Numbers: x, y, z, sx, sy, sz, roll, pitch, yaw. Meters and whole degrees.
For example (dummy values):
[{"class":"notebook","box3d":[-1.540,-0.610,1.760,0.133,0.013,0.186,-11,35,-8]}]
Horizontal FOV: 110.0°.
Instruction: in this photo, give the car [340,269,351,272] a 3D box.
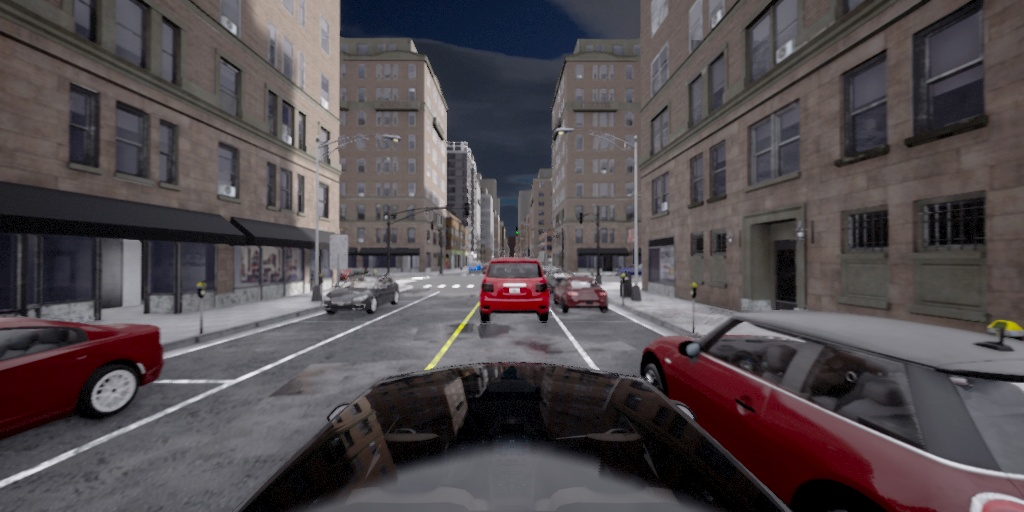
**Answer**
[{"class":"car","box3d":[-16.450,1.402,31.892,4.553,1.767,2.097,0,-1,1]}]

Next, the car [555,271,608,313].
[{"class":"car","box3d":[2.676,1.466,14.430,1.802,1.307,4.207,0,0,0]}]

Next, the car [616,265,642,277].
[{"class":"car","box3d":[14.548,1.719,42.011,4.674,1.442,1.812,0,-1,-2]}]

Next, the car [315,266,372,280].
[{"class":"car","box3d":[-16.428,1.681,35.159,4.718,1.301,1.895,0,-1,0]}]

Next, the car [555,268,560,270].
[{"class":"car","box3d":[2.679,1.494,20.023,2.007,1.370,4.403,0,0,0]}]

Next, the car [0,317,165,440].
[{"class":"car","box3d":[-5.857,1.311,3.238,1.888,1.381,4.507,0,0,0]}]

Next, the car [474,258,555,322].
[{"class":"car","box3d":[0.083,1.091,12.907,2.150,2.045,5.566,0,0,0]}]

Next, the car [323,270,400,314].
[{"class":"car","box3d":[-5.850,1.434,14.429,2.007,1.370,4.403,0,0,0]}]

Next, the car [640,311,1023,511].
[{"class":"car","box3d":[2.669,1.206,3.242,1.967,1.591,4.097,0,0,0]}]

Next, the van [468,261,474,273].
[{"class":"van","box3d":[-5.683,1.655,54.711,1.690,1.789,3.998,0,0,0]}]
